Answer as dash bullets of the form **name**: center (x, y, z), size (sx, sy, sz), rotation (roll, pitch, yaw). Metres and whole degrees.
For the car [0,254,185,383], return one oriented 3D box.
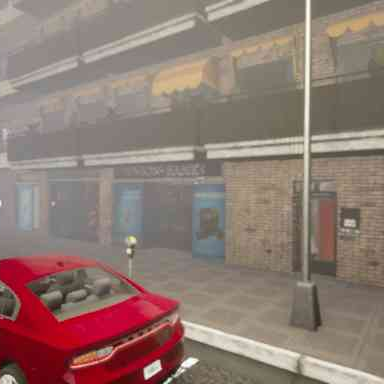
- **car**: center (-2.190, 1.517, 4.430), size (4.507, 1.381, 1.887), rotation (0, 0, 35)
